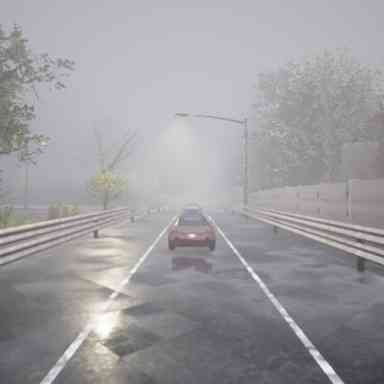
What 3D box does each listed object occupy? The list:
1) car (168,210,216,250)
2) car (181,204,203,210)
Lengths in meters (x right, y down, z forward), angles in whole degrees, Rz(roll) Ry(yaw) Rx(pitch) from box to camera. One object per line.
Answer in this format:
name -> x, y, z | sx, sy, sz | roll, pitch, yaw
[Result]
car -> 0.008, 1.709, 15.084 | 1.994, 1.385, 4.181 | 0, 0, 0
car -> 0.014, 1.815, 30.193 | 1.812, 1.442, 4.674 | 0, 0, 0
